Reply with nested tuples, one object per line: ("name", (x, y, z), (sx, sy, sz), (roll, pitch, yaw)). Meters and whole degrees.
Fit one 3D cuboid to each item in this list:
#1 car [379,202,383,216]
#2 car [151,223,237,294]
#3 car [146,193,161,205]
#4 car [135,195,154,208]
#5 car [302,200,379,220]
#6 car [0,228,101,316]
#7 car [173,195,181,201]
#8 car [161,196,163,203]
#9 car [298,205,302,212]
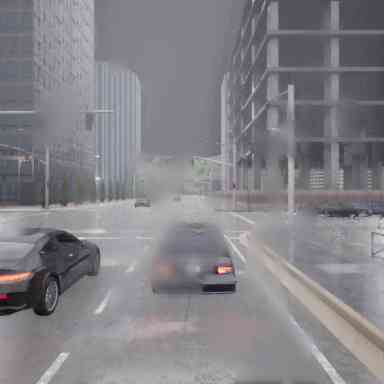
("car", (15.833, 1.492, 30.215), (5.357, 1.411, 2.033), (0, 0, 0))
("car", (0.050, 1.547, 8.900), (2.033, 1.411, 5.357), (0, 0, 0))
("car", (-7.215, 1.221, 58.476), (2.150, 2.045, 5.566), (0, 0, 0))
("car", (-7.212, 1.564, 49.157), (1.994, 1.385, 4.181), (0, 0, 0))
("car", (11.729, 1.449, 26.483), (4.892, 1.490, 1.837), (0, 0, 0))
("car", (-3.457, 1.526, 7.382), (1.812, 1.442, 4.674), (0, 0, 0))
("car", (-3.691, 1.540, 80.914), (2.033, 1.411, 5.357), (0, 0, 0))
("car", (-7.170, 1.352, 68.298), (2.097, 1.767, 4.553), (0, 0, 0))
("car", (12.964, 1.509, 33.698), (4.181, 1.385, 1.994), (0, 0, 0))
